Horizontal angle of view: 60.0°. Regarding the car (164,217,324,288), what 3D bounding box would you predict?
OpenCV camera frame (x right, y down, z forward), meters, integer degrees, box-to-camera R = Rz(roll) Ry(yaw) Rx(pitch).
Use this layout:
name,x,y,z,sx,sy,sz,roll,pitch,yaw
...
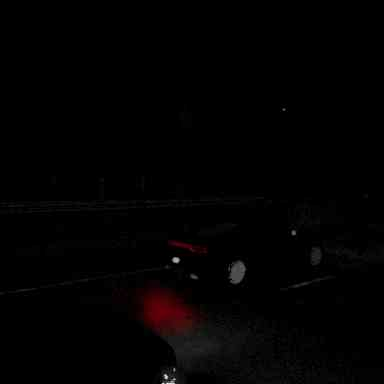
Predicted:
name,x,y,z,sx,sy,sz,roll,pitch,yaw
car,1.635,1.420,9.210,5.008,1.535,1.882,-1,0,-35

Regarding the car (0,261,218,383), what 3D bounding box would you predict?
name,x,y,z,sx,sy,sz,roll,pitch,yaw
car,-2.322,1.512,2.090,4.892,1.490,1.837,-1,0,-35
